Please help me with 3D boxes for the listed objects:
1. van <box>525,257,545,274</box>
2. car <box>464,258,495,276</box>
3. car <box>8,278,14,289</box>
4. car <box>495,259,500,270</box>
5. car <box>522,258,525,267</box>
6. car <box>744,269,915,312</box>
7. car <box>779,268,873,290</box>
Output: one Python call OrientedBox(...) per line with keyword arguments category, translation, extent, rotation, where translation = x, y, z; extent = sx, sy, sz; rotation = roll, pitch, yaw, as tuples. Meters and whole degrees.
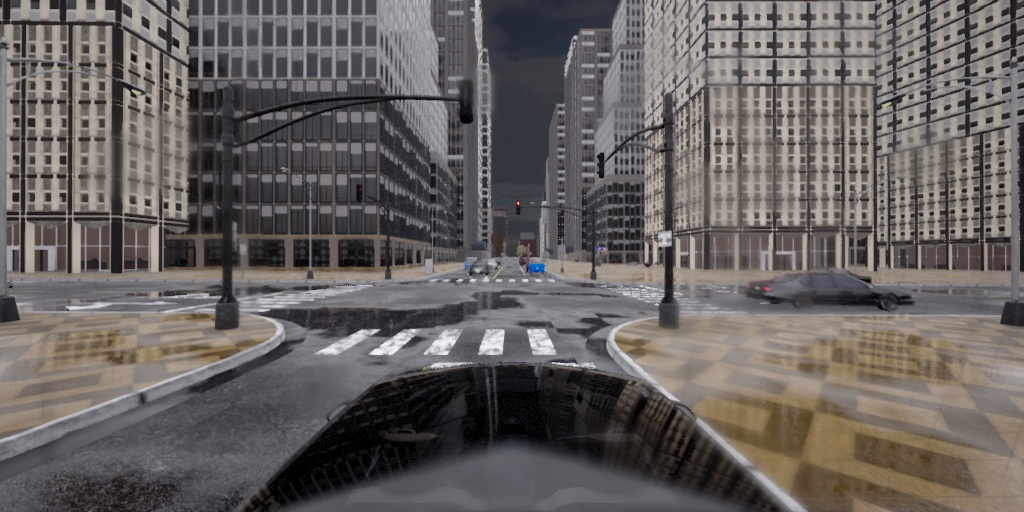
OrientedBox(category="van", translation=(2.686, 1.078, 39.822), extent=(1.690, 1.789, 3.998), rotation=(0, 0, 0))
OrientedBox(category="car", translation=(-3.229, 1.230, 36.393), extent=(2.128, 1.511, 4.902), rotation=(0, 0, 0))
OrientedBox(category="car", translation=(-26.671, 1.088, 16.454), extent=(5.357, 1.411, 2.033), rotation=(0, 0, -1))
OrientedBox(category="car", translation=(-3.154, 1.259, 52.487), extent=(1.812, 1.442, 4.674), rotation=(0, 0, 0))
OrientedBox(category="car", translation=(2.618, 1.281, 45.360), extent=(1.888, 1.381, 4.507), rotation=(0, 0, 0))
OrientedBox(category="car", translation=(12.492, 1.374, 14.402), extent=(5.357, 1.411, 2.033), rotation=(0, 0, 5))
OrientedBox(category="car", translation=(21.048, 1.525, 24.148), extent=(4.718, 1.301, 1.895), rotation=(0, 0, -1))
